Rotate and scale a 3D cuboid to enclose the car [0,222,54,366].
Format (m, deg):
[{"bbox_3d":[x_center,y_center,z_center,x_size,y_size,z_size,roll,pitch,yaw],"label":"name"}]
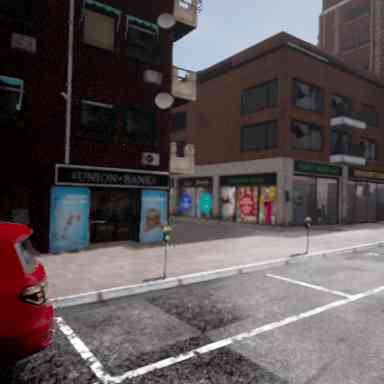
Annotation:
[{"bbox_3d":[-4.001,1.312,3.210,5.009,1.841,2.192,0,2,-35],"label":"car"}]
